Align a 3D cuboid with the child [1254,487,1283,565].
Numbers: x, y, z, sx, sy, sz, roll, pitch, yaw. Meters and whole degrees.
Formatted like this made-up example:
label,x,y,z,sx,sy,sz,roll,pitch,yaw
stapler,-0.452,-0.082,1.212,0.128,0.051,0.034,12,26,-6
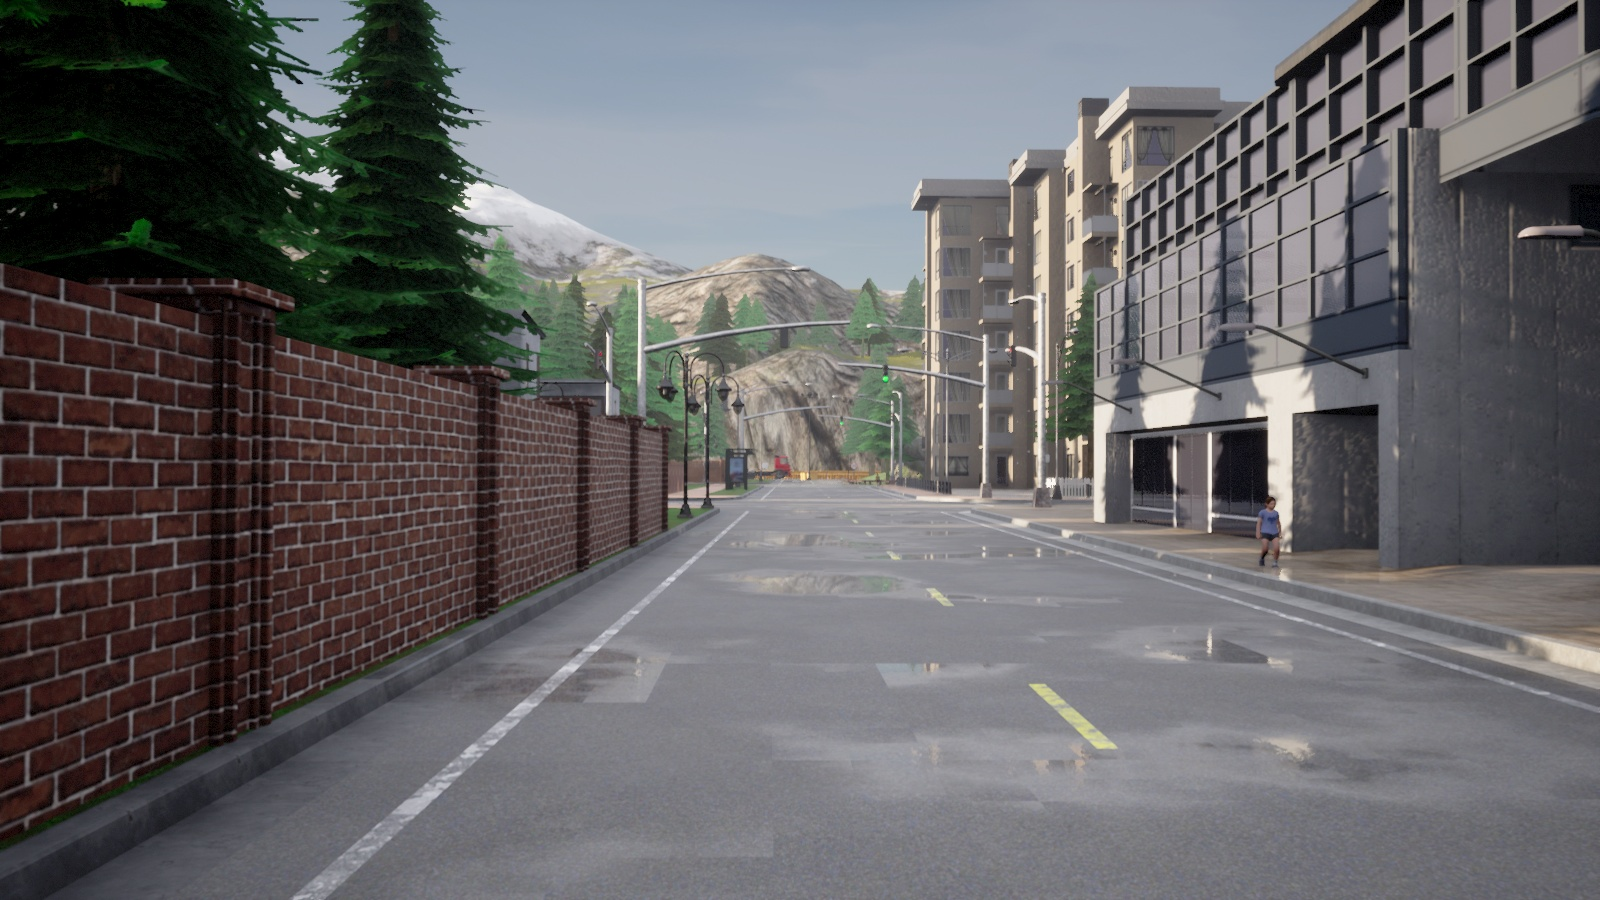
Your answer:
label,x,y,z,sx,sy,sz,roll,pitch,yaw
child,6.802,1.091,18.229,0.255,1.110,0.394,0,-1,-3
